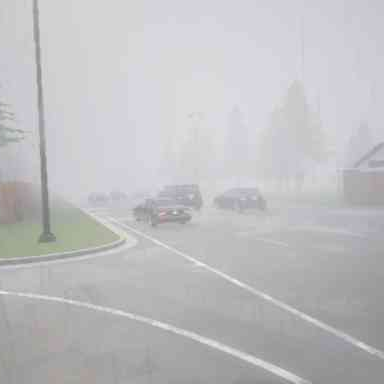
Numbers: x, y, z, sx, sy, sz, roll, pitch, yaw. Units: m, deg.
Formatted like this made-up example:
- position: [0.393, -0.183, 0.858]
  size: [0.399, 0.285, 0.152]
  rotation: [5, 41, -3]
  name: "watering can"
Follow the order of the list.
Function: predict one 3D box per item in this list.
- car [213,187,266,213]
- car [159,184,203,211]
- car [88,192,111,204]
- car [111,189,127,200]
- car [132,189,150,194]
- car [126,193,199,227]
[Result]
- position: [3.279, 0.444, 23.938]
  size: [2.097, 1.767, 4.553]
  rotation: [-3, 2, -24]
  name: "car"
- position: [-1.119, 0.425, 25.259]
  size: [2.150, 2.045, 5.566]
  rotation: [-3, 2, -24]
  name: "car"
- position: [-11.458, 0.687, 40.250]
  size: [1.895, 1.301, 4.718]
  rotation: [-3, 2, -24]
  name: "car"
- position: [-10.400, 0.370, 46.557]
  size: [1.812, 1.442, 4.674]
  rotation: [-3, 2, -24]
  name: "car"
- position: [-7.462, 0.239, 48.569]
  size: [1.994, 1.385, 4.181]
  rotation: [-3, 2, -24]
  name: "car"
- position: [-1.813, 1.007, 18.146]
  size: [2.033, 1.411, 5.357]
  rotation: [-3, 2, -24]
  name: "car"
